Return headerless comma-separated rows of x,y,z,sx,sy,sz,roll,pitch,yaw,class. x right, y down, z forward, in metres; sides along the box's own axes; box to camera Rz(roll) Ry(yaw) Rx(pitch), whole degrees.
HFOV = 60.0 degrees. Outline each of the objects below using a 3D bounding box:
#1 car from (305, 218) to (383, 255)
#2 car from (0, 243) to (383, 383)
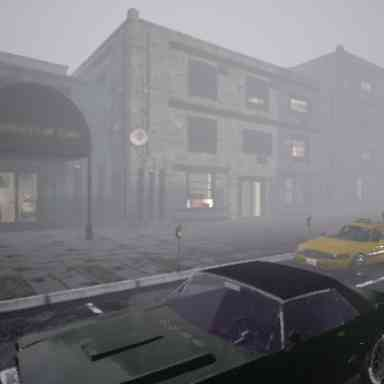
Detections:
5.122,1.516,10.198,4.829,1.417,1.752,0,1,-35,car
0.556,1.598,3.775,4.718,1.301,1.895,0,0,-35,car
